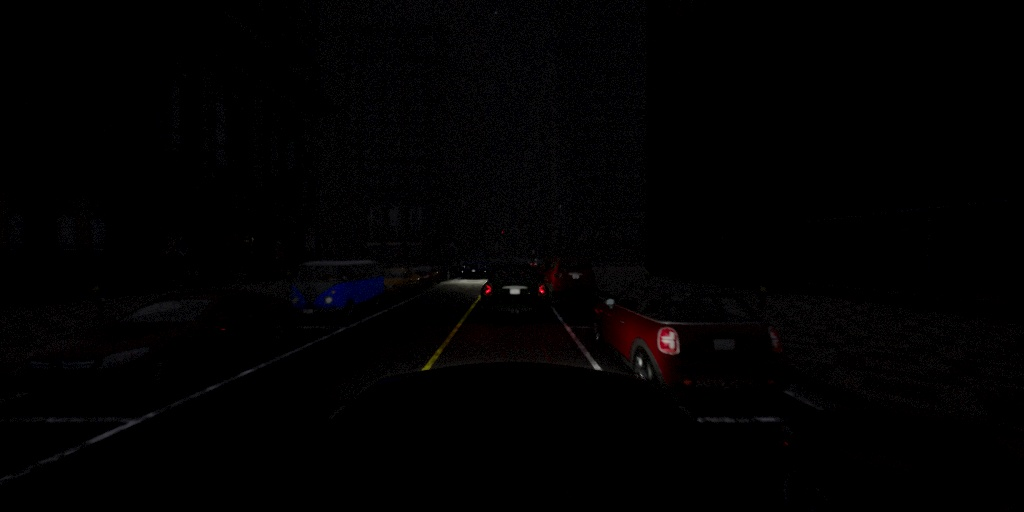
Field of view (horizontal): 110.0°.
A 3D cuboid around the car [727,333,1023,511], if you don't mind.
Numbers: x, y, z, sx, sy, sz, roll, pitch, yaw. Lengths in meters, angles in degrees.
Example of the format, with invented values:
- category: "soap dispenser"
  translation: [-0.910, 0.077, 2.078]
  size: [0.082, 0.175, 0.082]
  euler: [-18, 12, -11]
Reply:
- category: "car"
  translation: [2.763, 1.336, 0.966]
  size: [1.802, 1.307, 4.207]
  euler: [0, 0, 0]

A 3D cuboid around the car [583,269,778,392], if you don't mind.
- category: "car"
  translation: [2.764, 1.164, 6.602]
  size: [1.967, 1.591, 4.097]
  euler: [0, 0, 0]

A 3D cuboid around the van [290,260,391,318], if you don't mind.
- category: "van"
  translation: [-5.759, 1.036, 12.236]
  size: [1.690, 1.789, 3.998]
  euler: [0, 0, 0]

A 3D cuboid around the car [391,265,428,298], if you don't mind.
- category: "car"
  translation: [-5.758, 1.192, 17.703]
  size: [1.751, 1.417, 4.829]
  euler: [0, 0, 0]

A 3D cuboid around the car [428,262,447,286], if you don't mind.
- category: "car"
  translation: [-5.756, 1.221, 23.509]
  size: [1.802, 1.307, 4.207]
  euler: [0, 0, 0]

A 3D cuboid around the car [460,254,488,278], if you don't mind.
- category: "car"
  translation: [-3.084, 0.824, 31.596]
  size: [2.150, 2.045, 5.566]
  euler: [0, 0, 0]

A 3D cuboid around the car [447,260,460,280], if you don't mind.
- category: "car"
  translation: [-5.754, 1.179, 29.146]
  size: [1.948, 1.339, 4.313]
  euler: [0, 0, 0]

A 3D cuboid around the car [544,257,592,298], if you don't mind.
- category: "car"
  translation: [2.767, 0.982, 17.873]
  size: [2.192, 1.841, 5.009]
  euler: [0, 0, 0]

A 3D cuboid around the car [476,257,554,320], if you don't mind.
- category: "car"
  translation: [0.092, 1.045, 12.563]
  size: [2.097, 1.767, 4.553]
  euler: [0, 0, 0]

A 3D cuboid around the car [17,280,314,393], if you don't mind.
- category: "car"
  translation: [-5.761, 1.306, 6.600]
  size: [1.802, 1.307, 4.207]
  euler: [0, 0, 0]
